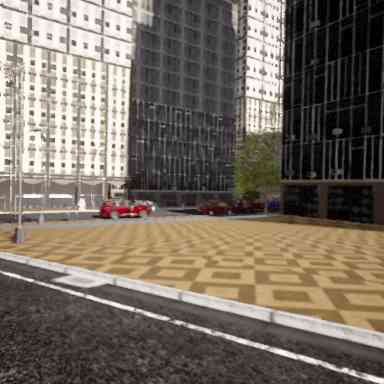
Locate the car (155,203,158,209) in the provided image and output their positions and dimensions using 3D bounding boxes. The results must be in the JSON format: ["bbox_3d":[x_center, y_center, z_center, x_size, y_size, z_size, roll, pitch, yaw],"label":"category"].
[{"bbox_3d":[-6.402,1.749,42.268,4.403,1.369,2.008,1,1,-34],"label":"car"}]

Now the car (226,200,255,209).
[{"bbox_3d":[7.632,1.894,51.875,4.313,1.339,1.947,1,1,-34],"label":"car"}]

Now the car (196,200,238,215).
[{"bbox_3d":[2.725,1.985,38.968,4.507,1.381,1.887,1,1,-34],"label":"car"}]

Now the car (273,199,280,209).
[{"bbox_3d":[12.316,1.900,52.000,5.008,1.535,1.882,1,1,-34],"label":"car"}]

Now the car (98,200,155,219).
[{"bbox_3d":[-6.625,1.669,32.560,5.009,1.841,2.192,1,1,-34],"label":"car"}]

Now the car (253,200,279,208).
[{"bbox_3d":[12.310,1.954,55.077,4.206,1.307,1.802,1,1,-34],"label":"car"}]

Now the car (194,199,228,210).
[{"bbox_3d":[2.814,1.809,48.576,4.829,1.417,1.752,1,1,-34],"label":"car"}]

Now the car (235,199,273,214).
[{"bbox_3d":[7.408,1.799,42.166,5.009,1.841,2.192,1,1,-34],"label":"car"}]
